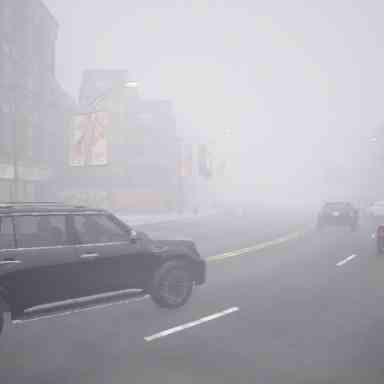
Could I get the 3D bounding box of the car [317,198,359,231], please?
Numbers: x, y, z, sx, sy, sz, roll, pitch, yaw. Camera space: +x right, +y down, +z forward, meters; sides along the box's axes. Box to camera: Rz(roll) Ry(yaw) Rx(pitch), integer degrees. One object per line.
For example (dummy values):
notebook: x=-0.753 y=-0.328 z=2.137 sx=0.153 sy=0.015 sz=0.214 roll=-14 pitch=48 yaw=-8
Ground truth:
car: x=9.244 y=1.341 z=20.882 sx=2.097 sy=1.767 sz=4.553 roll=0 pitch=0 yaw=28

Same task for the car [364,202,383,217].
car: x=15.638 y=1.513 z=27.600 sx=1.812 sy=1.442 sz=4.674 roll=0 pitch=0 yaw=18

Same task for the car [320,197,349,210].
car: x=18.204 y=1.454 z=42.783 sx=1.882 sy=1.535 sz=5.008 roll=0 pitch=0 yaw=3

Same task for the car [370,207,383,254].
car: x=8.351 y=1.473 z=12.690 sx=1.882 sy=1.535 sz=5.008 roll=0 pitch=0 yaw=36

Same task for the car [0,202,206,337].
car: x=-2.343 y=1.214 z=6.078 sx=5.566 sy=2.045 sz=2.150 roll=0 pitch=0 yaw=-37
